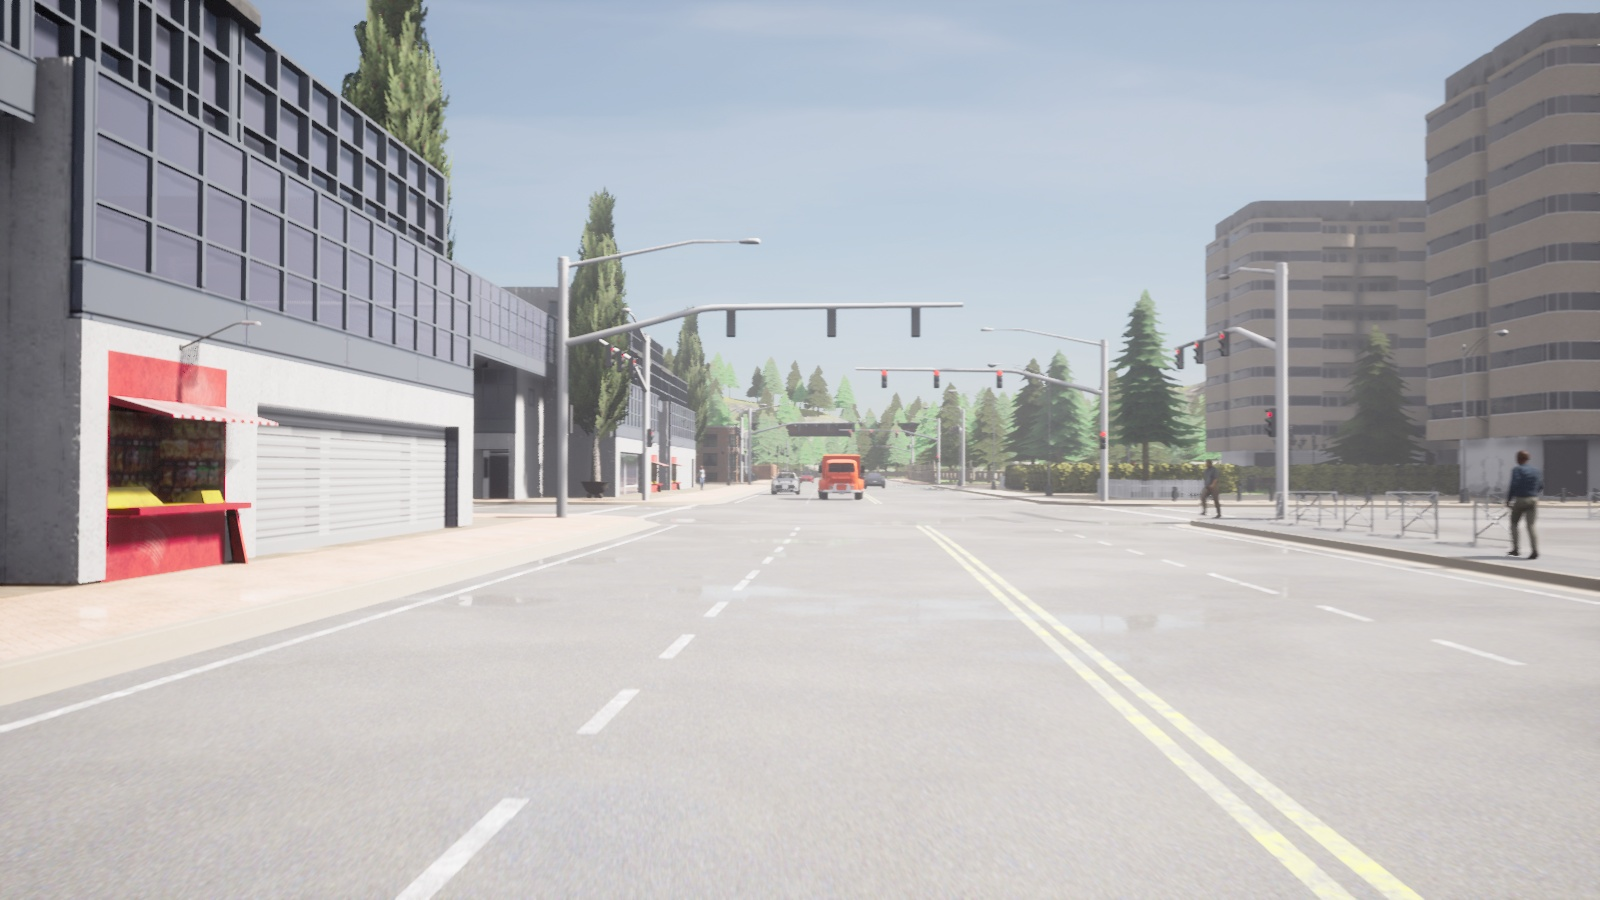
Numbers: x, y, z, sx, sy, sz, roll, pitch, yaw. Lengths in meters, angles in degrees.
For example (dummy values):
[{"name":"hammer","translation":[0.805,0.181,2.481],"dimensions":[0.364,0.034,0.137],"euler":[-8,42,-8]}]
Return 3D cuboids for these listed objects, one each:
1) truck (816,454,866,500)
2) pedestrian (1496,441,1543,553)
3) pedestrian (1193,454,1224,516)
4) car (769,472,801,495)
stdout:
[{"name":"truck","translation":[2.241,1.489,69.738],"dimensions":[2.627,2.467,5.204],"euler":[0,-1,1]},{"name":"pedestrian","translation":[11.947,0.770,20.855],"dimensions":[0.370,1.835,0.726],"euler":[0,-1,3]},{"name":"pedestrian","translation":[12.457,1.060,38.311],"dimensions":[0.694,1.848,0.540],"euler":[0,-1,-25]},{"name":"car","translation":[-0.969,2.175,82.989],"dimensions":[1.970,1.475,3.806],"euler":[0,-1,1]}]
